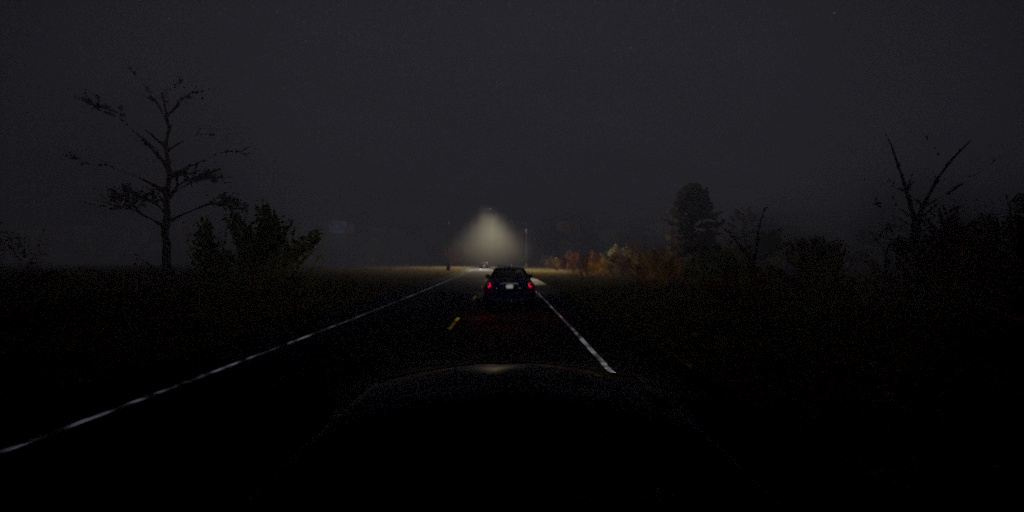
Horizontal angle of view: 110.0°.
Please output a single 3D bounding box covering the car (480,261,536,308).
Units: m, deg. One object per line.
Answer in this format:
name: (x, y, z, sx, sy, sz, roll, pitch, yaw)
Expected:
car: (-0.129, 1.230, 16.004, 2.097, 1.767, 4.553, 0, -1, -1)
